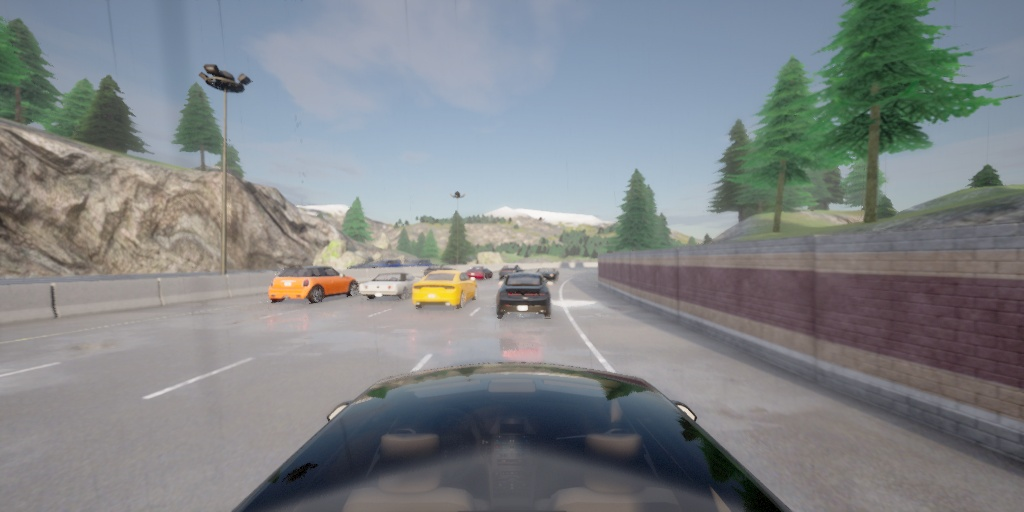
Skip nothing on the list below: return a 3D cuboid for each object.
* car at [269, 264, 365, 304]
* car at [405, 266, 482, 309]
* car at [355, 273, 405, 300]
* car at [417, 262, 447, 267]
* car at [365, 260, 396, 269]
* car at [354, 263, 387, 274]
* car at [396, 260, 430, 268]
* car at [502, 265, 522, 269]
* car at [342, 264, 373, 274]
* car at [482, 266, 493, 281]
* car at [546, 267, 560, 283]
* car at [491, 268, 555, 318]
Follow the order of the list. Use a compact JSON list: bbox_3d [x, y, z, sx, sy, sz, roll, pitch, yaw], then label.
[{"bbox_3d":[-9.637,1.283,17.865,2.097,1.767,4.553,0,-1,5],"label":"car"},{"bbox_3d":[-2.806,1.386,15.999,1.882,1.535,5.008,0,-1,5],"label":"car"},{"bbox_3d":[-6.031,1.544,19.045,1.895,1.301,4.718,0,-1,6],"label":"car"},{"bbox_3d":[-6.925,1.610,34.981,2.128,1.511,4.902,0,-1,12],"label":"car"},{"bbox_3d":[-17.596,1.511,50.149,2.150,2.045,5.566,0,-1,17],"label":"car"},{"bbox_3d":[-20.564,1.818,52.289,1.837,1.490,4.892,0,0,18],"label":"car"},{"bbox_3d":[-13.584,1.522,51.151,2.150,2.045,5.566,0,-1,18],"label":"car"},{"bbox_3d":[0.105,1.600,34.368,2.128,1.511,4.902,0,-1,13],"label":"car"},{"bbox_3d":[-23.459,1.906,54.624,1.994,1.385,4.181,0,-1,18],"label":"car"},{"bbox_3d":[-3.217,1.686,35.464,1.994,1.385,4.181,0,-1,13],"label":"car"},{"bbox_3d":[3.243,1.687,32.471,1.895,1.301,4.718,0,-1,12],"label":"car"},{"bbox_3d":[0.503,1.387,13.627,1.837,1.490,4.892,0,0,4],"label":"car"}]
